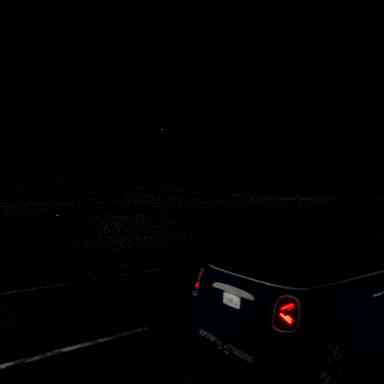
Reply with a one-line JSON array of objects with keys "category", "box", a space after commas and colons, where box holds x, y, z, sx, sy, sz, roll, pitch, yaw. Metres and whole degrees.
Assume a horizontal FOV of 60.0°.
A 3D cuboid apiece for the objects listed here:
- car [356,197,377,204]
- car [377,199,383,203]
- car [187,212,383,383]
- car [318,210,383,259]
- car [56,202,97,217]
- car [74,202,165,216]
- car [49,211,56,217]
[{"category": "car", "box": [25.506, 1.477, 47.946, 4.674, 1.442, 1.812, 0, 0, -35]}, {"category": "car", "box": [27.534, 1.456, 45.098, 4.892, 1.490, 1.837, 0, 0, -35]}, {"category": "car", "box": [2.215, 1.350, 5.327, 4.553, 1.767, 2.097, 0, 0, -36]}, {"category": "car", "box": [7.595, 1.540, 13.461, 5.357, 1.411, 2.033, 0, 0, -35]}, {"category": "car", "box": [-5.737, 1.488, 21.395, 4.902, 1.511, 2.128, 0, 0, -35]}, {"category": "car", "box": [-3.693, 1.501, 18.555, 4.892, 1.490, 1.837, 0, 0, -35]}, {"category": "car", "box": [-7.768, 1.501, 24.247, 4.892, 1.490, 1.837, 0, 0, -35]}]
